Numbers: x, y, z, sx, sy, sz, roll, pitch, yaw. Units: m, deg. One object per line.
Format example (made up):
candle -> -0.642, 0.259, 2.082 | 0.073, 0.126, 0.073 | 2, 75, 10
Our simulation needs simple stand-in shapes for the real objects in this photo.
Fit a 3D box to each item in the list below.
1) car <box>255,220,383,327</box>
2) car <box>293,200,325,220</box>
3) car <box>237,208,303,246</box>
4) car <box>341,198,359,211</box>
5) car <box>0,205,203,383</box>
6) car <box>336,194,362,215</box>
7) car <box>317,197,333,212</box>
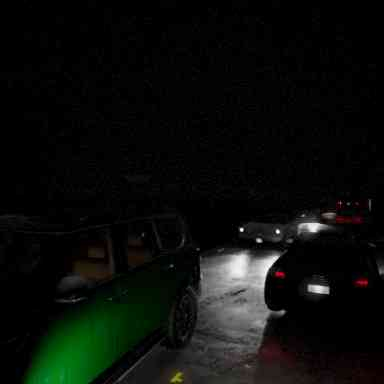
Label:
car -> 2.951, 1.563, 7.254 | 1.994, 1.385, 4.181 | 0, 0, 26
car -> 9.050, 1.581, 26.224 | 1.994, 1.385, 4.181 | 0, 0, 26
car -> 3.603, 1.610, 15.088 | 1.895, 1.301, 4.718 | 0, 0, 26
car -> 20.731, 1.578, 43.684 | 2.033, 1.411, 5.357 | 0, 0, 26
car -> -1.651, 1.228, 3.814 | 2.150, 2.045, 5.566 | 0, 0, 23
car -> 16.067, 1.240, 34.028 | 2.150, 2.045, 5.566 | 0, 0, 26
car -> 15.916, 1.429, 40.096 | 1.882, 1.535, 5.008 | 0, 0, 26
